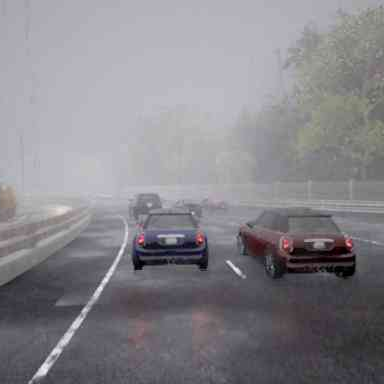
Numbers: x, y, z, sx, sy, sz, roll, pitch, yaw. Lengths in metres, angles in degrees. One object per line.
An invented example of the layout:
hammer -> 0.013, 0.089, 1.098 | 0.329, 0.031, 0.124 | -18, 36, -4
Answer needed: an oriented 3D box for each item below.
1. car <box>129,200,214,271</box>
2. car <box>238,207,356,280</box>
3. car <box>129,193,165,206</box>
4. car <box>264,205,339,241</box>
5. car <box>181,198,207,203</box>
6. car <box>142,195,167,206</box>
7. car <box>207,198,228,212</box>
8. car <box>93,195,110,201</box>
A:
car -> -0.758, 1.301, 10.929 | 2.097, 1.767, 4.553 | 0, 0, -6
car -> 2.834, 1.294, 10.046 | 2.097, 1.767, 4.553 | 0, 0, -5
car -> -3.876, 1.102, 27.256 | 2.150, 2.045, 5.566 | 0, 0, -16
car -> 5.420, 1.464, 17.092 | 1.994, 1.385, 4.181 | 0, 0, -8
car -> -0.557, 1.370, 28.230 | 1.837, 1.490, 4.892 | 0, 0, -15
car -> -5.741, 1.261, 50.866 | 2.128, 1.511, 4.902 | 0, 0, -28
car -> 2.017, 1.348, 34.905 | 1.812, 1.442, 4.674 | 0, 0, -27
car -> -19.614, 1.311, 71.832 | 1.895, 1.301, 4.718 | 0, 0, -41
